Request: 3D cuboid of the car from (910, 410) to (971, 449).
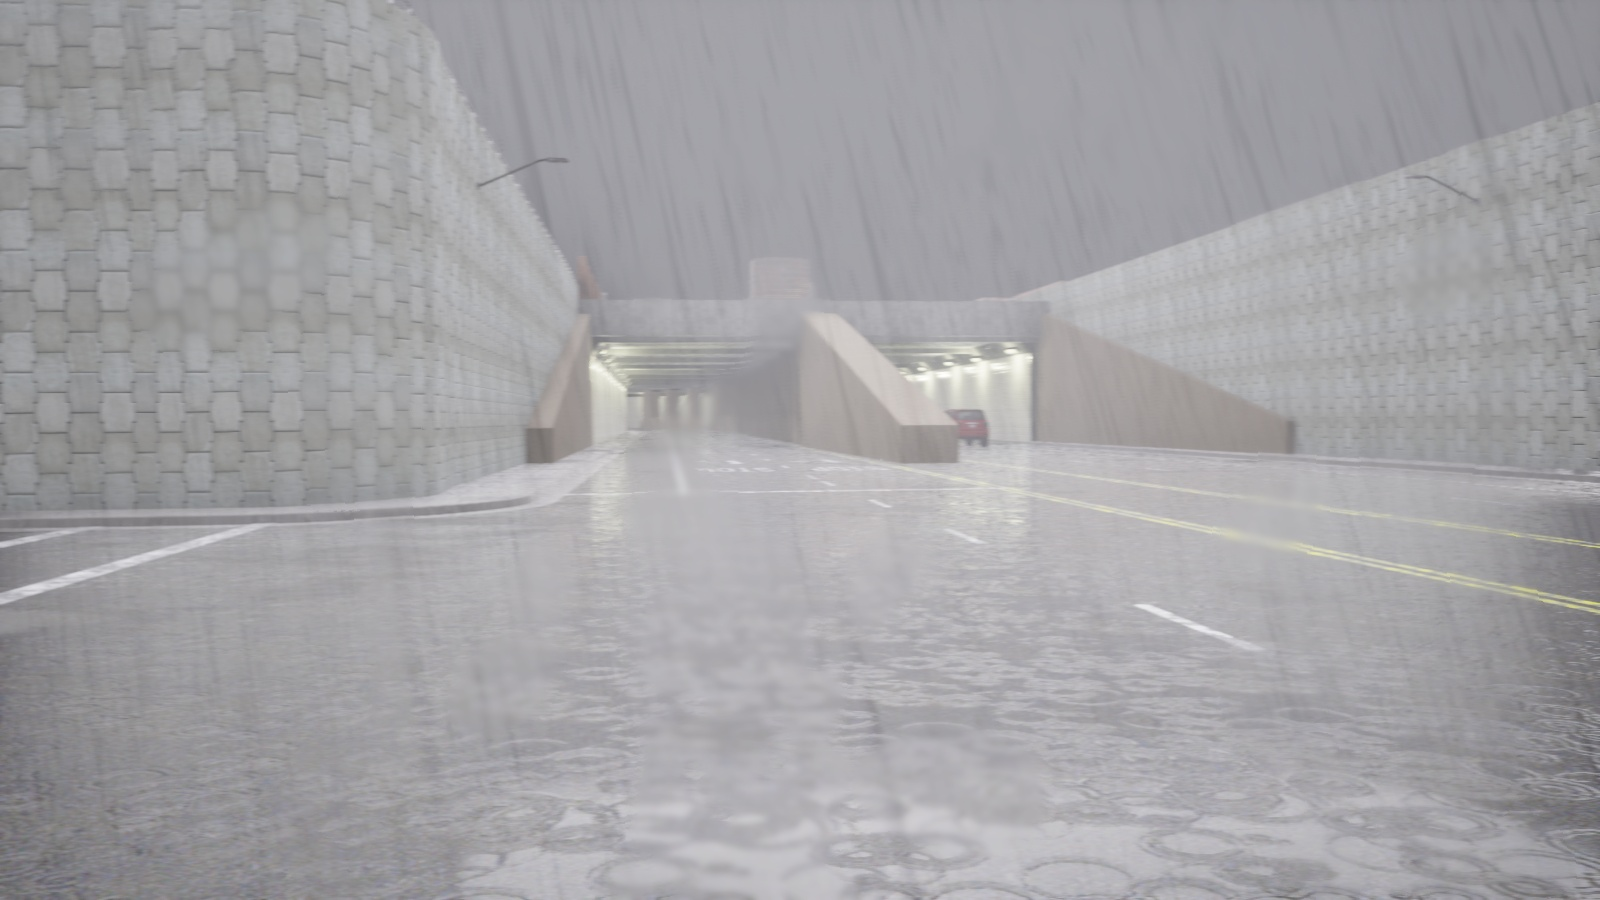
[{"bbox_3d":[7.673,-1.173,69.205,2.150,2.045,5.566,0,1,-7],"label":"car"}]
